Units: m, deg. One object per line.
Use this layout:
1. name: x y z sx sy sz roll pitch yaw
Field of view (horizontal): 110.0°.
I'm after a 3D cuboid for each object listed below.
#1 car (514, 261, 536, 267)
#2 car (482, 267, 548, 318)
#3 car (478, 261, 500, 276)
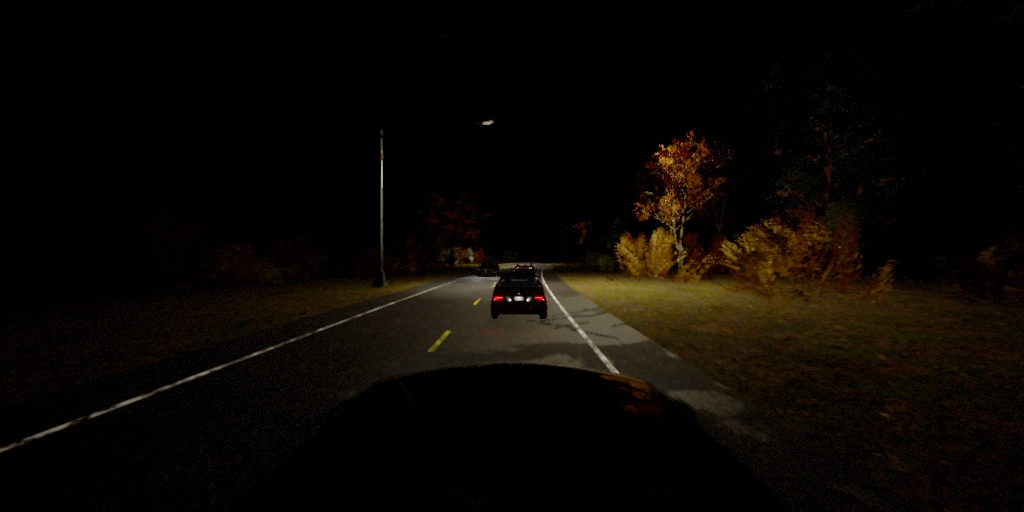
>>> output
1. car: 1.180 1.234 33.069 2.128 1.511 4.902 0 0 4
2. car: 0.265 1.297 13.017 2.033 1.411 5.357 0 0 1
3. car: -2.263 1.246 36.299 1.837 1.490 4.892 0 -1 5
